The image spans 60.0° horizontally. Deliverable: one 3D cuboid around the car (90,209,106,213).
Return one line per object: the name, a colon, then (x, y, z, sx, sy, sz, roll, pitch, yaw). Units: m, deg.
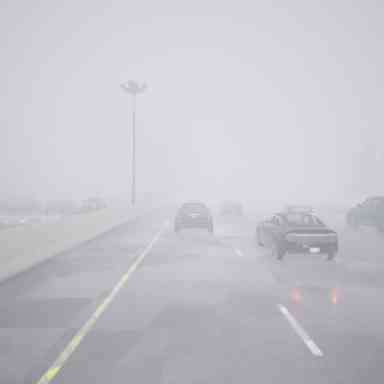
car: (-10.583, 1.348, 35.458, 2.097, 1.767, 4.553, 0, 0, 0)

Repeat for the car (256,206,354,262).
car: (3.604, 1.490, 12.201, 2.128, 1.511, 4.902, 0, 0, 0)

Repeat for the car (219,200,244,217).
car: (3.608, 1.488, 30.941, 2.128, 1.511, 4.902, 0, 0, 0)

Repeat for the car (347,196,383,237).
car: (10.605, 1.220, 18.178, 2.150, 2.045, 5.566, 0, 0, 0)

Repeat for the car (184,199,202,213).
car: (0.110, 1.543, 38.797, 2.033, 1.411, 5.357, 0, 0, 0)

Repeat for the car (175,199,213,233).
car: (0.105, 1.350, 19.949, 2.097, 1.767, 4.553, 0, 0, 0)

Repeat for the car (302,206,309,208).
car: (7.106, 1.599, 22.951, 1.895, 1.301, 4.718, 0, 0, 0)
